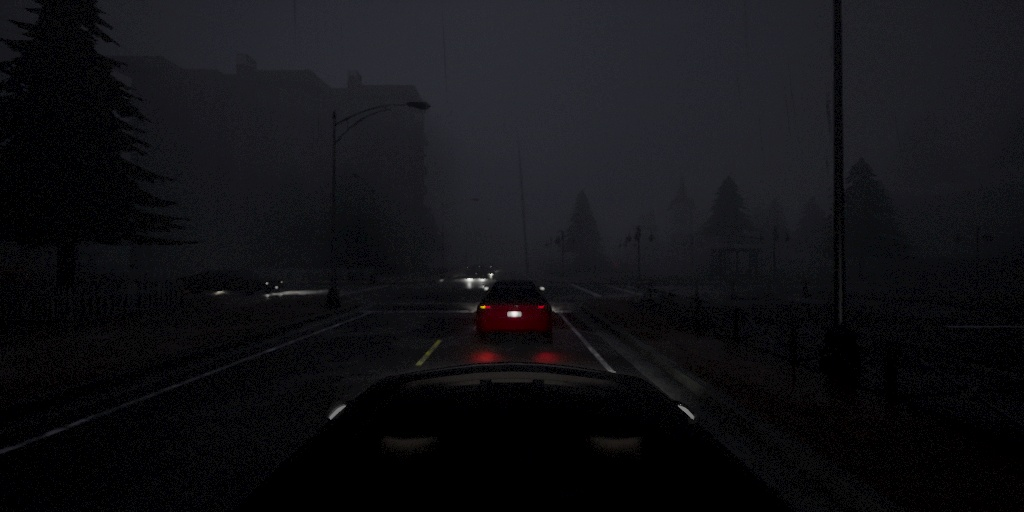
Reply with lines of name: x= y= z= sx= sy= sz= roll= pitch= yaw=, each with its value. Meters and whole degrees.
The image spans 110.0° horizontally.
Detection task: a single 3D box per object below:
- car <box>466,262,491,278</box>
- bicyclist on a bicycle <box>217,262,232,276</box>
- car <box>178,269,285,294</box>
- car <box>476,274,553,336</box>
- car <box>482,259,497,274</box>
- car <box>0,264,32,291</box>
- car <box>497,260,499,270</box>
car: x=-3.610 y=1.622 z=37.837 sx=1.994 sy=1.385 sz=4.181 roll=0 pitch=0 yaw=0
bicyclist on a bicycle: x=-22.988 y=1.295 z=28.634 sx=0.582 sy=1.620 sz=1.656 roll=0 pitch=0 yaw=-1
car: x=-16.608 y=1.478 z=21.216 sx=5.357 sy=1.411 sz=2.033 roll=0 pitch=0 yaw=-1
car: x=0.068 y=1.390 z=10.652 sx=1.994 sy=1.385 sz=4.181 roll=0 pitch=0 yaw=0
car: x=-3.615 y=1.512 z=49.759 sx=2.097 sy=1.767 sz=4.553 roll=0 pitch=-1 yaw=0
car: x=-32.042 y=1.149 z=21.078 sx=5.566 sy=2.045 sz=2.150 roll=0 pitch=0 yaw=0
car: x=-3.570 y=1.513 z=65.169 sx=2.150 sy=2.045 sz=5.566 roll=0 pitch=-1 yaw=0
